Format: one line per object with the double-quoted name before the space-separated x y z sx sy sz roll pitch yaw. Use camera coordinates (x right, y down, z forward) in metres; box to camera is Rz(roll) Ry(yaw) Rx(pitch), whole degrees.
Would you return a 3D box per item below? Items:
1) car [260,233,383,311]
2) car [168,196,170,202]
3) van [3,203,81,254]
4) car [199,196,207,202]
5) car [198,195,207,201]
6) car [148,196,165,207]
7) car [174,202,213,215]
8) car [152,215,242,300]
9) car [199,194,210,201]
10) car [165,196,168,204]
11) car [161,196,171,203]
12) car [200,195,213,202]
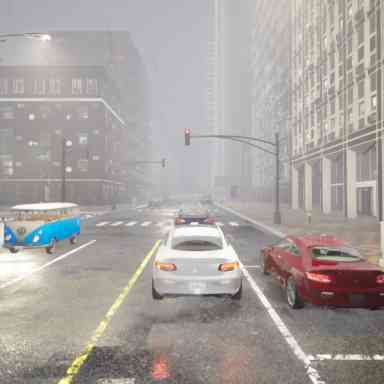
"car" 2.699 1.584 7.511 1.802 1.307 4.206 1 0 0
"car" -5.693 1.580 62.419 1.947 1.339 4.313 1 0 0
"van" -5.765 1.345 13.193 1.690 1.788 3.998 1 0 0
"car" 2.683 1.599 79.387 1.802 1.307 4.206 1 0 0
"car" 2.682 1.569 85.042 2.008 1.369 4.403 1 0 0
"car" -5.690 1.563 51.109 2.008 1.369 4.403 1 0 0
"car" 0.072 1.509 17.386 2.163 1.488 4.792 0 0 -1
"car" 0.103 1.528 8.273 1.812 1.442 4.674 0 0 0
"car" 2.691 1.329 62.423 2.192 1.841 5.009 1 0 0
"car" -5.692 1.564 56.764 2.008 1.369 4.403 1 0 0
"car" -5.696 1.598 73.728 1.802 1.307 4.206 1 0 0
"car" 2.688 1.595 56.768 1.802 1.307 4.206 1 0 0
